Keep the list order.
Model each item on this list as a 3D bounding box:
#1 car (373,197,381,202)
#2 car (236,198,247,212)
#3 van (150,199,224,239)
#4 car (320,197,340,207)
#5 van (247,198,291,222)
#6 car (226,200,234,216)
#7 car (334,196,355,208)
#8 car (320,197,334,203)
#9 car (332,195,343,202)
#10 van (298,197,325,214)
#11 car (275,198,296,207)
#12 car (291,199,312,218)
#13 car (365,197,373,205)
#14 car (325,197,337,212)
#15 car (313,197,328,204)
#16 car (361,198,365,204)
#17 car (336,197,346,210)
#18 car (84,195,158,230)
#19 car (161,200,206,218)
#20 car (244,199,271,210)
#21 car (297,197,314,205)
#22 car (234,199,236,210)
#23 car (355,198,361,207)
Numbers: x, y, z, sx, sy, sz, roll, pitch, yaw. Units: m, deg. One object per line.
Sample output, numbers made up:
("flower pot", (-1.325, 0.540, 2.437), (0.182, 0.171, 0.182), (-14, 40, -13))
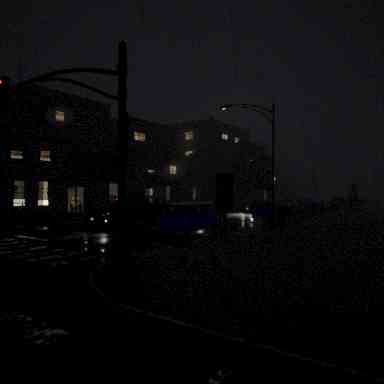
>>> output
("car", (44.347, 1.899, 80.904), (1.947, 1.339, 4.313), (0, 0, 35))
("car", (7.488, 1.575, 38.533), (2.128, 1.511, 4.902), (1, 0, 35))
("van", (-0.121, 1.407, 17.670), (1.690, 1.788, 3.998), (0, 0, 35))
("car", (22.747, 1.658, 54.689), (1.882, 1.535, 5.008), (1, 0, 35))
("van", (6.232, 1.436, 26.704), (1.690, 1.788, 3.998), (0, 0, 35))
("car", (1.530, 1.530, 30.077), (1.882, 1.535, 5.008), (1, 0, 35))
("car", (22.114, 1.497, 49.288), (2.192, 1.841, 5.009), (0, 0, 35))
("car", (31.149, 1.792, 76.706), (1.947, 1.339, 4.313), (0, 0, 35))
("car", (37.502, 1.712, 85.739), (1.967, 1.590, 4.097), (0, 0, 35))
("van", (12.584, 1.469, 35.737), (1.690, 1.788, 3.998), (0, 0, 35))
("car", (15.268, 1.666, 54.122), (1.887, 1.381, 4.507), (0, 0, 35))
("car", (9.407, 1.655, 31.220), (1.887, 1.381, 4.507), (0, 0, 35))
("car", (34.818, 1.810, 67.354), (1.887, 1.381, 4.507), (0, 0, 35))
("car", (15.858, 1.671, 40.393), (1.752, 1.417, 4.829), (0, 0, 35))
("car", (27.875, 1.728, 72.050), (1.752, 1.417, 4.829), (0, 0, 35))
("car", (28.563, 1.748, 58.460), (1.752, 1.417, 4.829), (0, 0, 35))
("car", (18.936, 1.729, 44.770), (1.947, 1.339, 4.313), (0, 0, 35))
("car", (-4.281, 1.248, 21.814), (2.150, 2.045, 5.566), (1, 0, 35))
("car", (-0.711, 1.558, 31.400), (1.752, 1.417, 4.829), (0, 0, 35))
("car", (8.915, 1.629, 45.090), (1.887, 1.381, 4.507), (0, 0, 35))
("car", (21.621, 1.705, 63.155), (1.887, 1.381, 4.507), (0, 0, 35))
("car", (5.740, 1.507, 40.573), (1.967, 1.590, 4.097), (0, 0, 35))
("car", (25.290, 1.517, 53.805), (2.192, 1.841, 5.009), (0, 0, 35))
